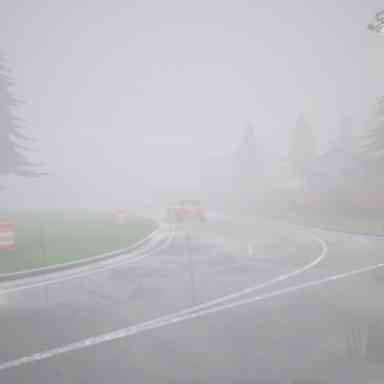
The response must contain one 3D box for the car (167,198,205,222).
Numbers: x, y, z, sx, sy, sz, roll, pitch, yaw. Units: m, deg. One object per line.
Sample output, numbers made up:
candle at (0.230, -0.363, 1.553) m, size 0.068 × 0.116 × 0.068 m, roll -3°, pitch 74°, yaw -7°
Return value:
car at (-0.567, 1.310, 26.364) m, size 2.097 × 1.767 × 4.553 m, roll 0°, pitch 0°, yaw -15°
